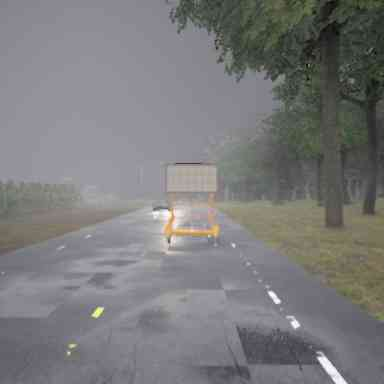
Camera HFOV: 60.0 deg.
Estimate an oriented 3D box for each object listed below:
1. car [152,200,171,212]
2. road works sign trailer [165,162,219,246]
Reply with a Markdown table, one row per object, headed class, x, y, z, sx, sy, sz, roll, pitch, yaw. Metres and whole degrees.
| class | x | y | z | sx | sy | sz | roll | pitch | yaw |
| --- | --- | --- | --- | --- | --- | --- | --- | --- | --- |
| car | -3.594 | 1.614 | 39.801 | 1.994 | 1.385 | 4.181 | 0 | 0 | 0 |
| road works sign trailer | 0.000 | 0.455 | 15.204 | 2.380 | 3.560 | 2.880 | 0 | 0 | 1 |
